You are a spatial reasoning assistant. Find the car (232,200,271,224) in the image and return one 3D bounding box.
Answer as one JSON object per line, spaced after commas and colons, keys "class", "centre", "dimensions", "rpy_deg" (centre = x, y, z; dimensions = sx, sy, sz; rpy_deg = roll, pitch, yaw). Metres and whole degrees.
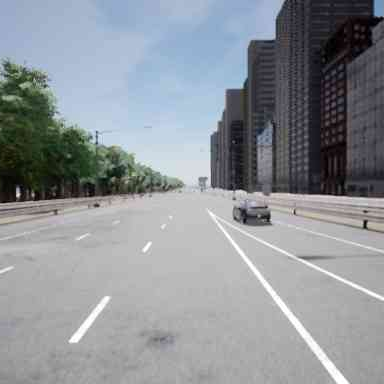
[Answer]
{"class": "car", "centre": [4.056, 1.300, 23.189], "dimensions": [2.128, 1.511, 4.902], "rpy_deg": [0, 0, -4]}
